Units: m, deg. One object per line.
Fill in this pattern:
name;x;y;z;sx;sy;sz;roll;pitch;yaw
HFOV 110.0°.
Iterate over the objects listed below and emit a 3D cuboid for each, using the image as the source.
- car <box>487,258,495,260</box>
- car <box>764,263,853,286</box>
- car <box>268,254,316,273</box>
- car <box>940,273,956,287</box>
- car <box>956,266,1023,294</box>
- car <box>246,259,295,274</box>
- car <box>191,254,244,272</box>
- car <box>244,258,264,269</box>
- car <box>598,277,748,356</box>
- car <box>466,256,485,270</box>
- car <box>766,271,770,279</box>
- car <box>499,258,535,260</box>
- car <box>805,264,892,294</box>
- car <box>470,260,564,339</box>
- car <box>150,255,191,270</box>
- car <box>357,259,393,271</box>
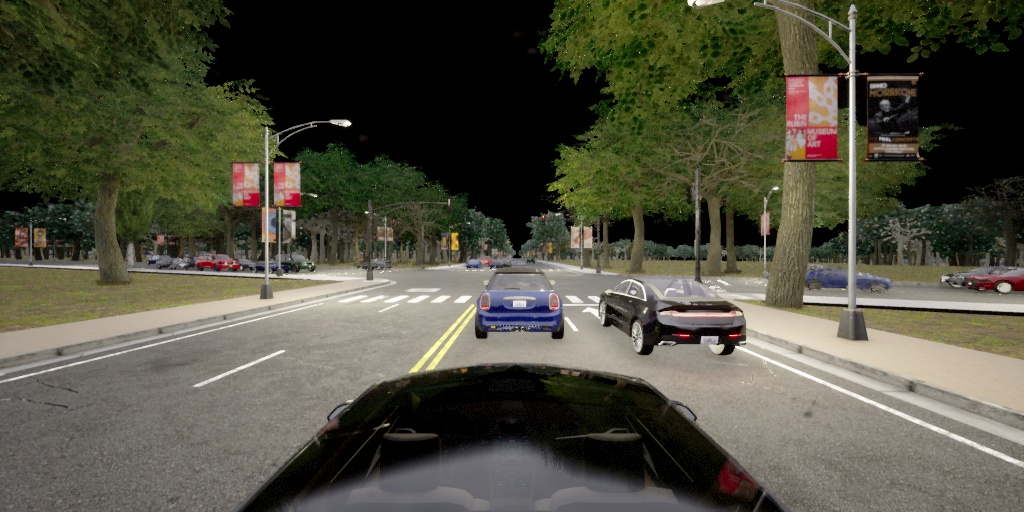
car;-2.361;1.360;52.980;1.895;1.301;4.718;0;0;0
car;22.634;1.375;27.693;4.902;1.511;2.128;0;0;26
car;-25.497;0.842;41.919;5.566;2.045;2.150;0;0;24
car;31.844;1.432;23.583;4.902;1.511;2.128;0;0;24
car;30.146;1.416;20.785;5.008;1.535;1.882;0;0;24
car;-25.994;1.227;38.562;4.718;1.301;1.895;0;0;27
car;-35.056;0.799;42.626;5.566;2.045;2.150;0;0;24
car;-34.655;1.077;46.017;4.892;1.490;1.837;0;0;24
car;3.437;1.242;8.642;2.128;1.511;4.902;0;0;0
car;-5.734;1.237;54.387;1.882;1.535;5.008;0;0;4
car;21.166;1.430;24.824;5.357;1.411;2.033;0;0;21
car;0.447;1.241;37.342;2.128;1.511;4.902;0;0;-23
car;19.683;1.408;21.715;4.674;1.442;1.812;0;0;25
car;0.202;1.102;10.233;2.097;1.767;4.553;0;0;1
car;-44.246;1.023;46.755;4.902;1.511;2.128;0;0;24
car;-17.464;1.139;45.615;4.902;1.511;2.128;0;0;21
